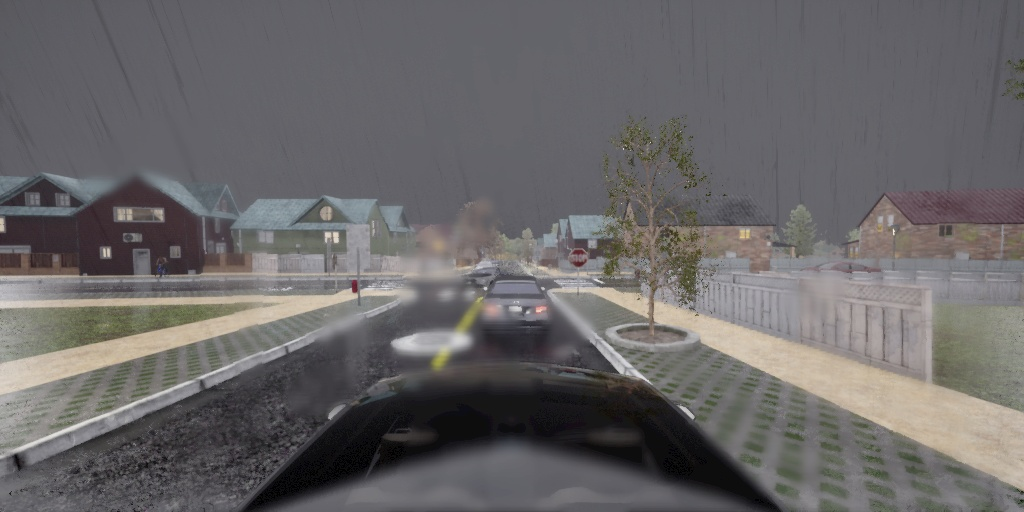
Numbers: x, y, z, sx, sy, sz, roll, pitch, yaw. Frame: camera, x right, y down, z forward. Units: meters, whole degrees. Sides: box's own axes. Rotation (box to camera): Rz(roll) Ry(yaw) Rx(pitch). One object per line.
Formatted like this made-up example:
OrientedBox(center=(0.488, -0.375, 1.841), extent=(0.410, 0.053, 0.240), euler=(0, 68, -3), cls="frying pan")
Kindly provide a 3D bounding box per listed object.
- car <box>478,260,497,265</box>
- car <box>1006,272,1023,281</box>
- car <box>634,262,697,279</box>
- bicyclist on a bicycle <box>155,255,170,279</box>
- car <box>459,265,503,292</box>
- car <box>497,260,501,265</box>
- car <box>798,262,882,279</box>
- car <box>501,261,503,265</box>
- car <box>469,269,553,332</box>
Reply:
OrientedBox(center=(-2.802, 1.286, 37.714), extent=(1.812, 1.442, 4.674), euler=(0, 0, -2), cls="car")
OrientedBox(center=(36.634, 1.430, 23.985), extent=(4.718, 1.301, 1.895), euler=(1, 3, 13), cls="car")
OrientedBox(center=(11.679, 1.201, 27.127), extent=(4.674, 1.442, 1.812), euler=(0, 3, 2), cls="car")
OrientedBox(center=(-24.877, 0.759, 25.515), extent=(0.582, 1.620, 1.656), euler=(0, 3, -16), cls="bicyclist on a bicycle")
OrientedBox(center=(-1.398, 1.402, 21.509), extent=(1.994, 1.385, 4.181), euler=(-1, -2, 26), cls="car")
OrientedBox(center=(-2.835, 1.383, 47.645), extent=(1.895, 1.301, 4.718), euler=(0, 0, 0), cls="car")
OrientedBox(center=(23.831, 1.199, 26.234), extent=(5.008, 1.535, 1.882), euler=(0, 3, 7), cls="car")
OrientedBox(center=(-2.830, 1.362, 58.178), extent=(2.033, 1.411, 5.357), euler=(0, 0, 0), cls="car")
OrientedBox(center=(0.105, 1.291, 10.787), extent=(2.033, 1.411, 5.357), euler=(0, 0, 0), cls="car")
